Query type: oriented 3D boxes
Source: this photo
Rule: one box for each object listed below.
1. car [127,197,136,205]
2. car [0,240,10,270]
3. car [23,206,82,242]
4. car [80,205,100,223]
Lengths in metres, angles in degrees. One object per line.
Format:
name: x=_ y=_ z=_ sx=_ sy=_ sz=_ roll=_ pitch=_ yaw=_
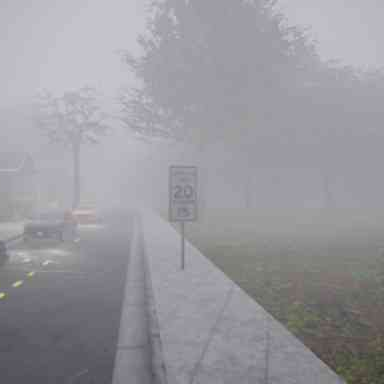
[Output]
car: x=-16.472 y=2.496 z=90.507 sx=2.150 sy=2.045 sz=5.566 roll=0 pitch=-1 yaw=-9
car: x=-5.766 y=1.638 z=7.205 sx=2.033 sy=1.411 sz=5.357 roll=0 pitch=-1 yaw=-9
car: x=-7.531 y=1.713 z=18.040 sx=1.882 sy=1.535 sz=5.008 roll=0 pitch=-1 yaw=-9
car: x=-9.448 y=1.874 z=29.864 sx=1.882 sy=1.535 sz=5.008 roll=0 pitch=-1 yaw=-9
